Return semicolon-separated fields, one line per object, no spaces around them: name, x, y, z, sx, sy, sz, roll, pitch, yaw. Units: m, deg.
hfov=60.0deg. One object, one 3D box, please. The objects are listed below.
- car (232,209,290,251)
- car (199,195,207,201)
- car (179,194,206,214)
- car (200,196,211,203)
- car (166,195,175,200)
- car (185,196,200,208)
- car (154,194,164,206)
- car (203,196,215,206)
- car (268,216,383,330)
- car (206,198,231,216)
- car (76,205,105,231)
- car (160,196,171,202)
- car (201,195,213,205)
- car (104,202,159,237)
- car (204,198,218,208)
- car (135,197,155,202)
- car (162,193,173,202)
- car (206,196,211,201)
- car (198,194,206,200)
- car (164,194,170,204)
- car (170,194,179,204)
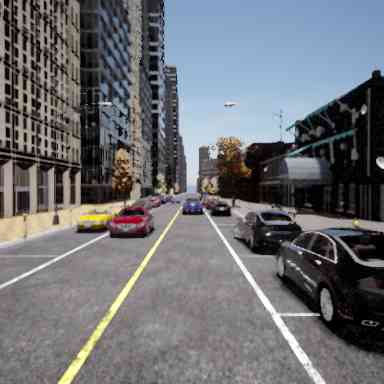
car;3.099;1.491;14.104;1.837;1.490;4.892;0;0;-2
car;2.699;1.488;82.668;1.947;1.339;4.313;-1;0;0
car;0.092;1.317;34.469;2.097;1.767;4.553;0;0;0
car;2.695;1.502;65.736;1.947;1.339;4.313;-1;0;0
car;-5.680;1.484;88.370;1.947;1.339;4.313;-1;0;0
car;0.088;1.444;48.873;2.128;1.511;4.902;0;0;0
car;-5.658;1.391;48.861;1.967;1.590;4.097;-1;0;0
car;2.692;1.471;54.618;1.752;1.417;4.829;-1;0;0
car;3.148;1.496;6.983;1.837;1.490;4.892;0;0;0
car;2.687;1.533;31.872;1.947;1.339;4.313;-1;0;0
car;-5.663;1.505;20.470;1.752;1.417;4.829;-1;0;0
car;-5.668;1.482;71.438;2.008;1.369;4.403;-1;0;0
car;2.692;1.381;60.092;1.967;1.590;4.097;-1;0;0
car;-3.094;1.507;17.887;1.812;1.442;4.674;0;0;0
car;2.691;1.533;48.804;1.802;1.307;4.206;-1;0;0
car;-5.659;1.528;37.572;1.947;1.339;4.313;-1;0;0
car;-5.695;1.242;77.081;2.192;1.841;5.009;-1;0;0
car;2.690;1.501;43.160;1.887;1.381;4.507;-1;0;0
car;2.698;1.358;88.312;1.967;1.590;4.097;-1;0;0
car;-5.653;1.507;60.149;1.947;1.339;4.313;-1;0;0
car;-2.985;1.542;62.216;2.033;1.411;5.357;0;0;0
